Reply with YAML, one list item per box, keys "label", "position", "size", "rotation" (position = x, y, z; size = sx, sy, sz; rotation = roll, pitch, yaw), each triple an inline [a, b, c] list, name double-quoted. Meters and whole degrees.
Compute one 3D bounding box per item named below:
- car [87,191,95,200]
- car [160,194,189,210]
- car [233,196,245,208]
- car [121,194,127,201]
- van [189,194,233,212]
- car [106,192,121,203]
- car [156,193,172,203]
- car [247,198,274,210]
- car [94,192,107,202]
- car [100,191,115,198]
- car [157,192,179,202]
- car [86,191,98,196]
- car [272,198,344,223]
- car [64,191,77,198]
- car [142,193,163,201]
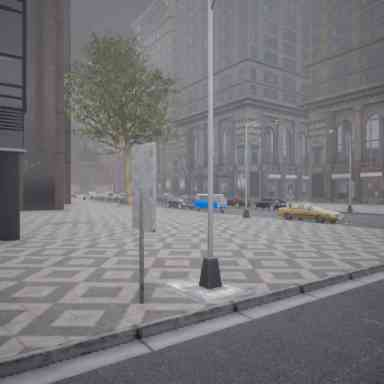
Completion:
- label: "car"
  position: [-17.522, 0.831, 60.758]
  size: [2.008, 1.369, 4.403]
  rotation: [1, 0, -35]
- label: "car"
  position: [-1.415, 1.231, 37.745]
  size: [2.008, 1.369, 4.403]
  rotation: [1, 0, -35]
- label: "car"
  position: [5.566, 1.224, 42.640]
  size: [1.887, 1.381, 4.507]
  rotation: [1, 0, -35]
- label: "car"
  position: [-7.761, 1.051, 46.813]
  size: [1.752, 1.417, 4.829]
  rotation: [1, 0, -35]
- label: "van"
  position: [1.809, 1.091, 33.142]
  size: [1.690, 1.788, 3.998]
  rotation: [1, 0, -35]
- label: "car"
  position: [-11.079, 0.992, 51.554]
  size: [2.008, 1.369, 4.403]
  rotation: [1, 0, -35]
- label: "car"
  position: [-4.980, 1.038, 53.043]
  size: [1.994, 1.385, 4.181]
  rotation: [0, 1, -35]
- label: "car"
  position: [8.786, 1.316, 38.038]
  size: [1.947, 1.339, 4.313]
  rotation: [1, 0, -35]
- label: "car"
  position: [-14.301, 0.911, 56.156]
  size: [2.008, 1.369, 4.403]
  rotation: [1, 0, -35]
- label: "car"
  position: [-20.204, 0.588, 79.455]
  size: [1.887, 1.381, 4.507]
  rotation: [1, 0, -35]
- label: "car"
  position: [-4.097, 0.881, 56.448]
  size: [1.967, 1.590, 4.097]
  rotation: [1, 0, -35]
- label: "car"
  position: [-26.647, 0.472, 88.658]
  size: [1.802, 1.307, 4.206]
  rotation: [1, 0, -35]
- label: "car"
  position: [8.348, 1.398, 23.794]
  size: [1.752, 1.417, 4.829]
  rotation: [1, 0, -35]
- label: "car"
  position: [-27.184, 0.484, 74.563]
  size: [1.967, 1.590, 4.097]
  rotation: [1, 0, -35]
- label: "car"
  position: [-7.320, 0.911, 61.050]
  size: [2.008, 1.369, 4.403]
  rotation: [1, 0, -35]
